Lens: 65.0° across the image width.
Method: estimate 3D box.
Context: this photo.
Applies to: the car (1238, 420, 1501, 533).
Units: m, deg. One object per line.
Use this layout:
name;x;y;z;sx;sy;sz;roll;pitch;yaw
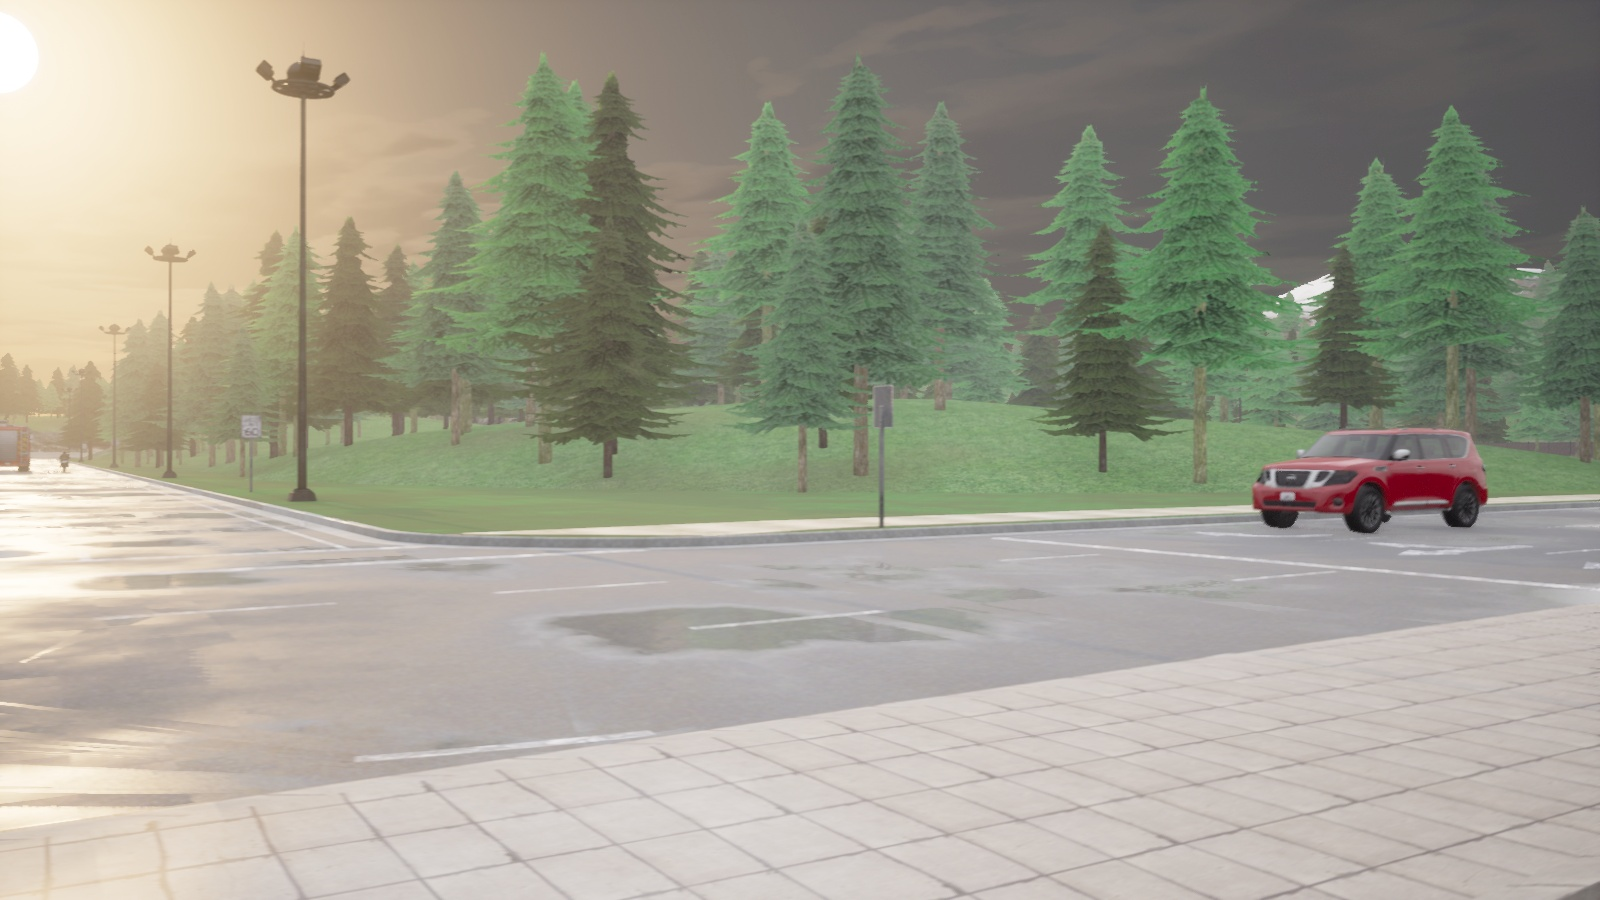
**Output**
car;11.547;0.506;25.331;5.566;2.045;2.150;0;0;-33
